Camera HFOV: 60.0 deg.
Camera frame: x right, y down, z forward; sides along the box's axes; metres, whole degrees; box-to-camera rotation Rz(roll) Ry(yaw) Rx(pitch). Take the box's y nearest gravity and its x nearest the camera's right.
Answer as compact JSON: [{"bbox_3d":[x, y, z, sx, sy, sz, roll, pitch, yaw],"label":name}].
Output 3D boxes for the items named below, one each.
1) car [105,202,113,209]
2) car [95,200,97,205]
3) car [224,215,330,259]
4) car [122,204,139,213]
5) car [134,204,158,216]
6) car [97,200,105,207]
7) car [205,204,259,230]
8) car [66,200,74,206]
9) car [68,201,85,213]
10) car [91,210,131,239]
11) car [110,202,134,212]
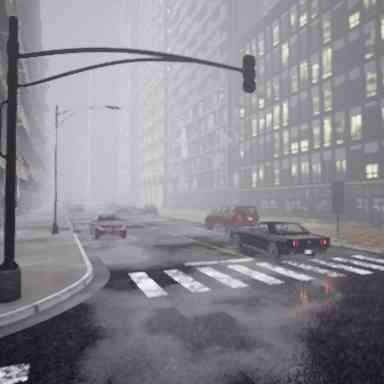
[{"bbox_3d":[-16.469,2.800,70.014,1.812,1.442,4.674,1,-1,-22],"label":"car"},{"bbox_3d":[-24.330,3.217,89.077,1.802,1.307,4.206,1,-2,-22],"label":"car"},{"bbox_3d":[3.365,1.875,13.923,1.895,1.301,4.718,1,-1,-20],"label":"car"},{"bbox_3d":[-9.871,2.546,53.132,1.802,1.307,4.206,1,-1,-22],"label":"car"},{"bbox_3d":[-5.737,2.221,42.865,1.967,1.590,4.097,1,-1,-22],"label":"car"},{"bbox_3d":[-22.264,3.118,83.941,1.802,1.307,4.206,1,-2,-22],"label":"car"},{"bbox_3d":[2.646,1.744,22.377,2.192,1.841,5.009,1,-1,-22],"label":"car"},{"bbox_3d":[-29.567,2.753,80.998,2.192,1.841,5.009,1,-2,-22],"label":"car"},{"bbox_3d":[-17.177,2.411,50.182,1.887,1.381,4.507,1,-1,-22],"label":"car"},{"bbox_3d":[-4.904,1.910,19.322,1.802,1.307,4.206,2,-1,-22],"label":"car"},{"bbox_3d":[-9.639,2.419,45.791,1.895,1.301,4.718,1,-1,-21],"label":"car"}]
